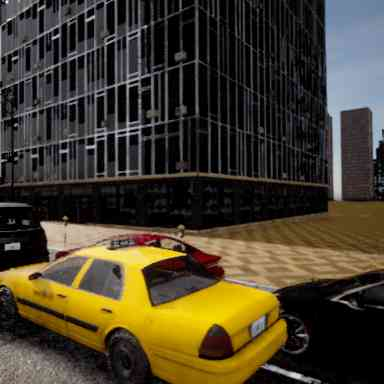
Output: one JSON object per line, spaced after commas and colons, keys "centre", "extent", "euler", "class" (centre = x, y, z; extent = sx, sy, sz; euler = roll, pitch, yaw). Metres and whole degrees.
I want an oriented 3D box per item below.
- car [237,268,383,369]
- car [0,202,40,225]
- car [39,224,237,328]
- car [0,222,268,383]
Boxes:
{"centre": [3.022, 1.625, 4.376], "extent": [4.313, 1.339, 1.947], "euler": [0, -2, 37], "class": "car"}
{"centre": [-6.032, 1.276, 8.764], "extent": [5.566, 2.045, 2.150], "euler": [0, -1, 36], "class": "car"}
{"centre": [-1.415, 1.611, 7.668], "extent": [4.507, 1.381, 1.887], "euler": [0, -2, 37], "class": "car"}
{"centre": [-1.310, 1.501, 5.290], "extent": [5.366, 1.575, 1.801], "euler": [0, -1, 37], "class": "car"}
